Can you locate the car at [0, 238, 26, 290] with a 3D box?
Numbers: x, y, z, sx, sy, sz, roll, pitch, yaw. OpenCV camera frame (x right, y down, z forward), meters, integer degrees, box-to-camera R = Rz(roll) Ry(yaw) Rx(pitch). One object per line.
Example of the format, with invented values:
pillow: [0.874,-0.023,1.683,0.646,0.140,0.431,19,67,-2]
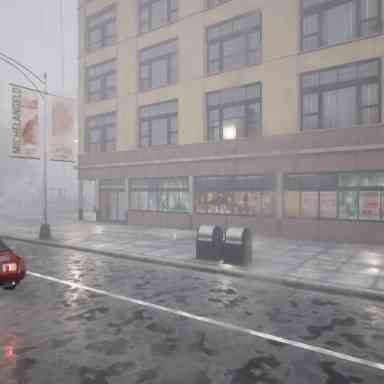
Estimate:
car: [-5.720,1.601,8.156,1.895,1.301,4.718,0,0,-42]
